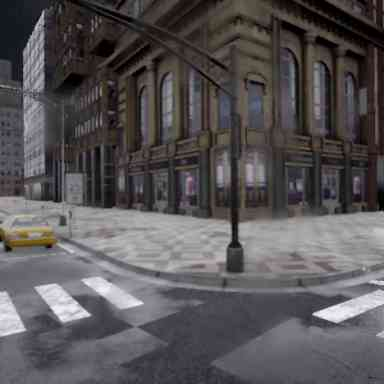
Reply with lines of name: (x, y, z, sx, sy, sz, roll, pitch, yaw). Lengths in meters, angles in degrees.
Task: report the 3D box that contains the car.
car: (-6.833, 1.465, 13.573, 1.752, 1.417, 4.829, 1, 0, -35)
